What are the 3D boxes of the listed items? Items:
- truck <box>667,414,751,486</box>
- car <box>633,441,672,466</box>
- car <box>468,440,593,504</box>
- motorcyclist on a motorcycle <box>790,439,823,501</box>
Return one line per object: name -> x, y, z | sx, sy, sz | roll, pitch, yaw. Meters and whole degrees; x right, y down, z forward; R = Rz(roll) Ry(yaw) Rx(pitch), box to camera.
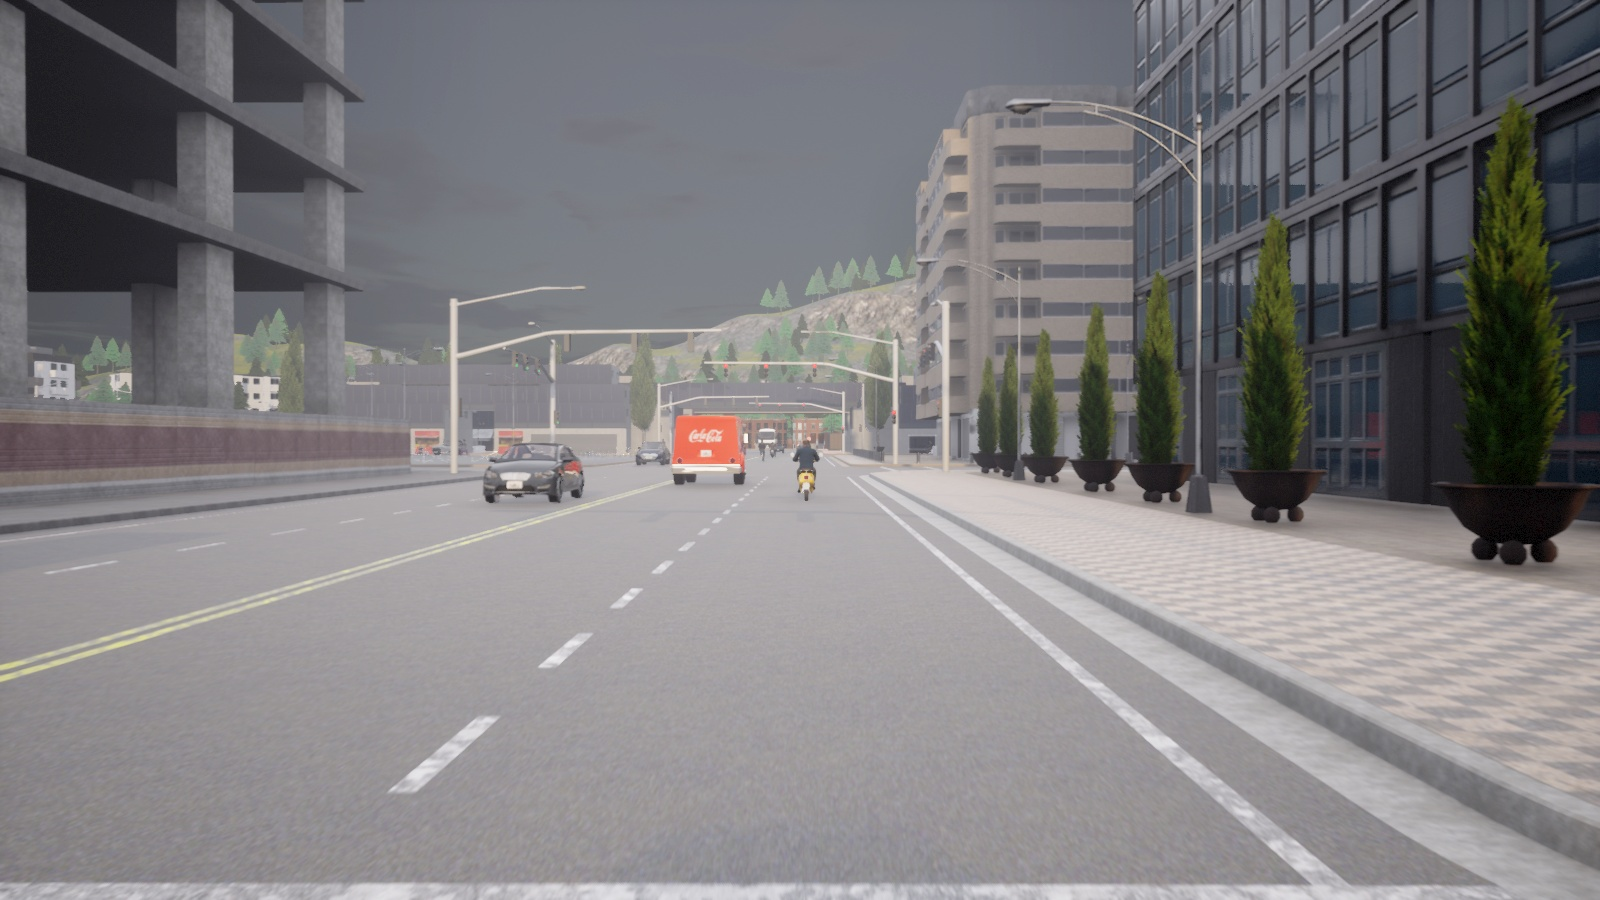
truck -> -3.225, -0.002, 45.717 | 2.627, 2.467, 5.204 | 0, 0, 0
car -> -9.999, 0.187, 85.515 | 2.033, 1.649, 4.856 | 0, 0, 0
car -> -6.801, 0.515, 32.272 | 2.128, 1.511, 4.902 | 0, 0, 0
motorcyclist on a motorcycle -> 0.181, 0.514, 32.978 | 0.866, 1.590, 1.817 | 0, 0, 1
